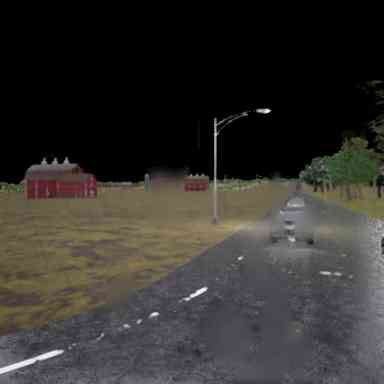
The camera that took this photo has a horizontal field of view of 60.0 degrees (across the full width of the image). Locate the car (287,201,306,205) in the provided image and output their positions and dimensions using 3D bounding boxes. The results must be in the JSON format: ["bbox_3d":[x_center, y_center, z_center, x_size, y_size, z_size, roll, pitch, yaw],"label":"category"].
[{"bbox_3d":[8.381,1.692,26.956,1.895,1.301,4.718,0,0,18],"label":"car"}]

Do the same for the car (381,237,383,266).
[{"bbox_3d":[6.067,1.633,8.379,1.895,1.301,4.718,0,0,23],"label":"car"}]

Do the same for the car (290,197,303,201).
[{"bbox_3d":[12.362,1.456,39.300,2.097,1.767,4.553,0,0,18],"label":"car"}]

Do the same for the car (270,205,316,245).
[{"bbox_3d":[4.997,1.606,16.407,2.033,1.411,5.357,0,0,18],"label":"car"}]
